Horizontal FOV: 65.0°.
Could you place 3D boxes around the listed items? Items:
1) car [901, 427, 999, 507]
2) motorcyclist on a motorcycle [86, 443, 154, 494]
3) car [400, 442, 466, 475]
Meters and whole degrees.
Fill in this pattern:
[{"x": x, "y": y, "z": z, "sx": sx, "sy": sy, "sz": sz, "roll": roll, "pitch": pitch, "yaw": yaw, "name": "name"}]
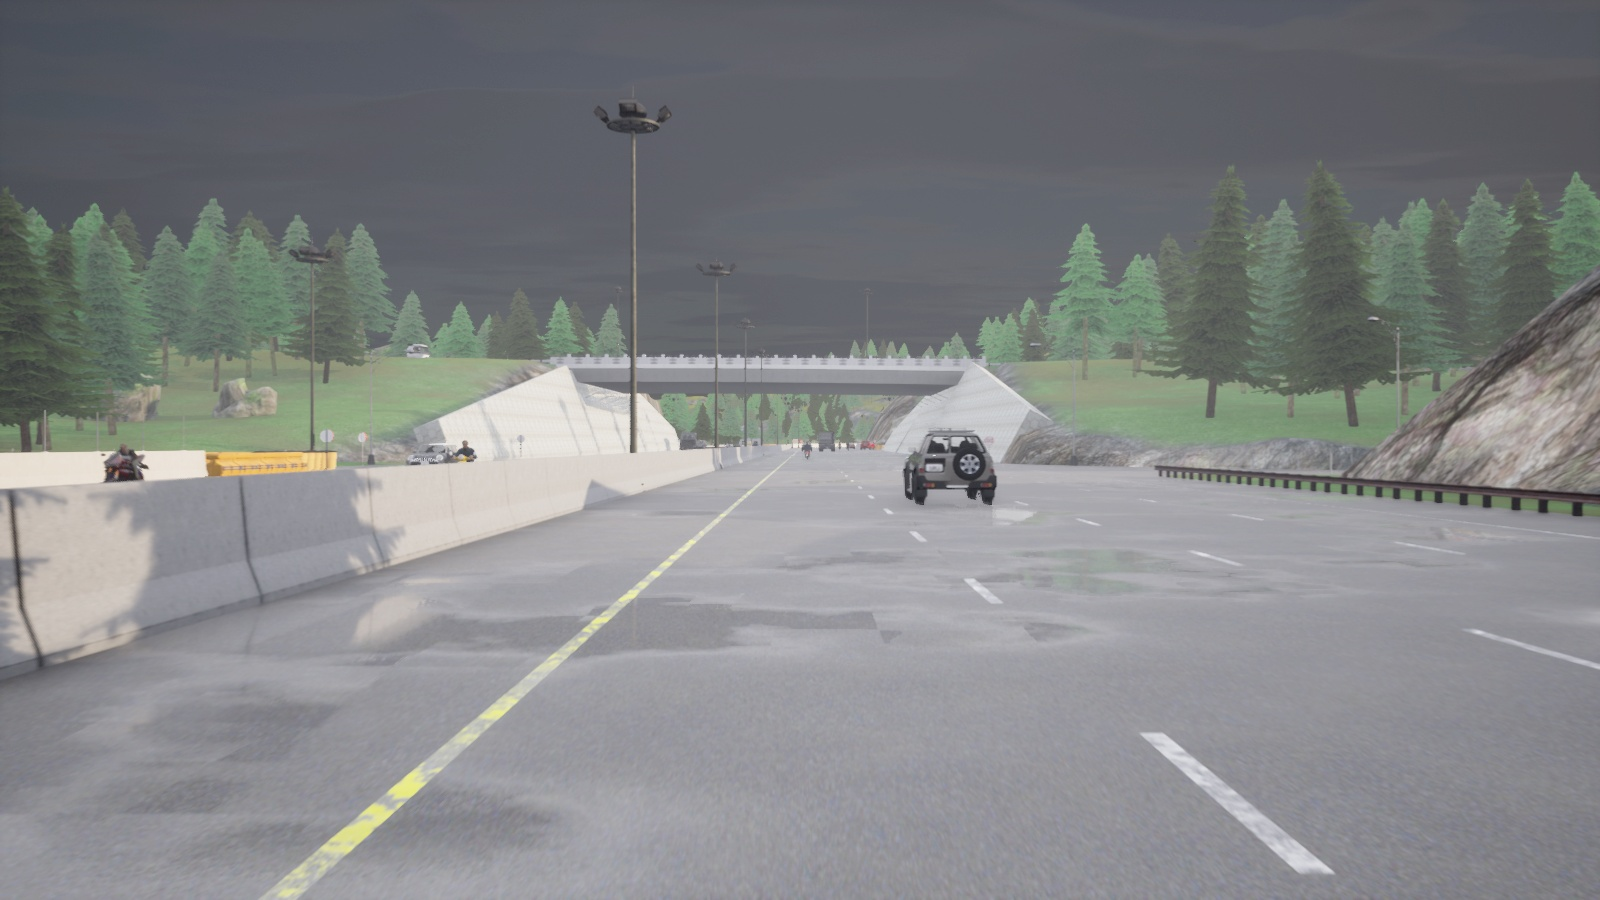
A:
[{"x": 3.696, "y": 0.387, "z": 31.721, "sx": 1.932, "sy": 1.855, "sz": 4.605, "roll": 0, "pitch": 0, "yaw": 0, "name": "car"}, {"x": -20.767, "y": 0.548, "z": 38.410, "sx": 0.866, "sy": 1.530, "sz": 2.191, "roll": 0, "pitch": 0, "yaw": 0, "name": "motorcyclist on a motorcycle"}, {"x": -17.150, "y": 0.367, "z": 58.818, "sx": 1.970, "sy": 1.475, "sz": 3.806, "roll": 0, "pitch": 0, "yaw": 0, "name": "car"}]
